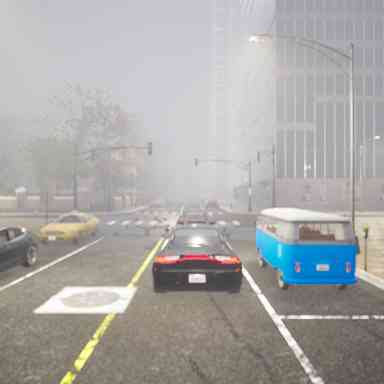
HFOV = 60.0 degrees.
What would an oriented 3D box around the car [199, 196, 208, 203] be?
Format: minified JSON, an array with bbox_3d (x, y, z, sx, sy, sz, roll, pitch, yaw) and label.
[{"bbox_3d":[2.840,1.802,81.143,1.967,1.590,4.097,0,0,0],"label":"car"}]

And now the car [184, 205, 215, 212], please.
[{"bbox_3d":[0.133,1.648,18.081,1.994,1.385,4.181,0,0,0],"label":"car"}]

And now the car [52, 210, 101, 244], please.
[{"bbox_3d":[-5.788,1.601,16.180,1.752,1.417,4.829,0,0,0],"label":"car"}]

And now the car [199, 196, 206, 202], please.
[{"bbox_3d":[2.861,1.925,92.679,1.752,1.417,4.829,0,0,0],"label":"car"}]

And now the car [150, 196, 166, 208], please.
[{"bbox_3d":[-5.593,1.786,52.750,1.887,1.381,4.507,0,0,0],"label":"car"}]

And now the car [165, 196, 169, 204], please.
[{"bbox_3d":[-5.583,1.818,58.433,2.008,1.369,4.403,0,0,0],"label":"car"}]

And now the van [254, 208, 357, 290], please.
[{"bbox_3d":[2.791,1.384,8.933,1.690,1.788,3.998,0,0,0],"label":"van"}]

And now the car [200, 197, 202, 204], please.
[{"bbox_3d":[2.787,1.808,52.738,1.947,1.339,4.313,0,0,0],"label":"car"}]

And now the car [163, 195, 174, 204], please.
[{"bbox_3d":[-5.562,1.633,69.800,2.192,1.841,5.009,0,0,0],"label":"car"}]

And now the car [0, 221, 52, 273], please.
[{"bbox_3d":[-5.753,1.608,8.946,1.947,1.339,4.313,0,0,0],"label":"car"}]

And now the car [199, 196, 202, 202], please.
[{"bbox_3d":[2.829,1.907,75.462,1.947,1.339,4.313,0,0,0],"label":"car"}]

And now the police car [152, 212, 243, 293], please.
[{"bbox_3d":[0.115,1.553,9.091,2.038,1.542,4.974,0,0,0],"label":"police car"}]

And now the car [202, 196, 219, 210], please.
[{"bbox_3d":[2.778,1.656,47.058,1.967,1.590,4.097,0,0,0],"label":"car"}]
